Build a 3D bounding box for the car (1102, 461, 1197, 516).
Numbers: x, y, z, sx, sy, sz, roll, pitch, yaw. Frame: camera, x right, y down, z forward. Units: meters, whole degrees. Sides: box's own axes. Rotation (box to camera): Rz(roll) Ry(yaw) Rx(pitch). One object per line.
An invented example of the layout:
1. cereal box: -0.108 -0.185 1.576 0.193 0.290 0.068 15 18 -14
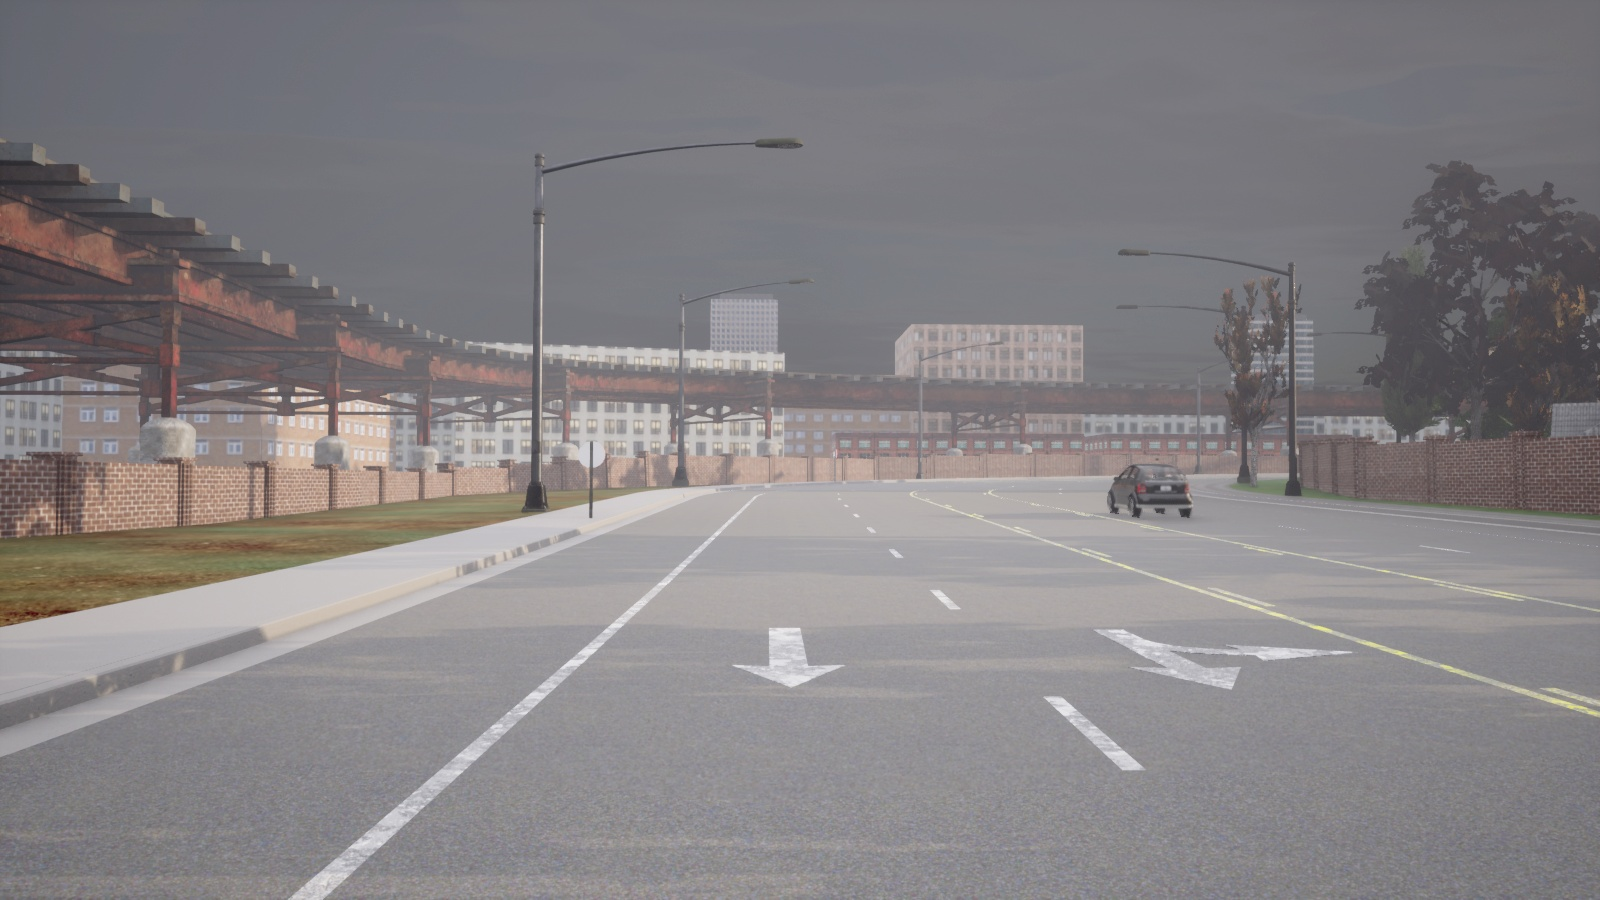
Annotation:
1. car: 10.402 1.117 37.634 1.789 1.549 3.705 0 0 0
